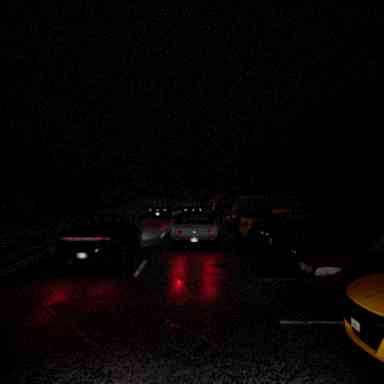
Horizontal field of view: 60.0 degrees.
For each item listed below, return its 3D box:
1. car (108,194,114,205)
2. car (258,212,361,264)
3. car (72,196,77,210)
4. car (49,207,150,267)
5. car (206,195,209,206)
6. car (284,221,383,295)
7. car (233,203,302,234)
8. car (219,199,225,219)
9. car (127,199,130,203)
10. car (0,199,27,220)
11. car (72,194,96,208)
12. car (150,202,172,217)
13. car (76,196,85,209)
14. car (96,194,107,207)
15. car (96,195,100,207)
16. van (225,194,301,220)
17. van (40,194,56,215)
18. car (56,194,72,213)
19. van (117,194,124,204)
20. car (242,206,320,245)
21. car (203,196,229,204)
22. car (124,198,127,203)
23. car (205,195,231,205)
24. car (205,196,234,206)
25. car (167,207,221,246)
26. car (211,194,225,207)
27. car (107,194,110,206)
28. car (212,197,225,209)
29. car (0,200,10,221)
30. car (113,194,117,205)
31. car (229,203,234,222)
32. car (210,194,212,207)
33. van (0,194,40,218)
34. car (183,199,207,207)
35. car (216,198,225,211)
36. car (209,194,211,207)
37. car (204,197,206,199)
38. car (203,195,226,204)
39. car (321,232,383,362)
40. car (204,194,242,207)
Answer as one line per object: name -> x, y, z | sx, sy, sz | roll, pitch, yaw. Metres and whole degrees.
car -> -15.520, 1.532, 52.956 | 5.008, 1.535, 2.097 | 0, 0, 0
car -> 4.670, 1.488, 9.889 | 4.792, 1.488, 2.163 | 0, 0, 0
car -> -15.535, 1.508, 36.406 | 4.674, 1.452, 2.002 | 0, 0, 0
car -> -2.918, 1.469, 11.259 | 2.128, 1.511, 4.902 | 0, 0, 0
car -> 4.646, 1.491, 42.975 | 5.008, 1.535, 2.097 | 0, 0, 0
car -> 4.643, 1.503, 7.133 | 4.674, 1.452, 2.002 | 0, 0, 0
car -> 4.826, 1.450, 15.403 | 5.366, 1.575, 1.946 | 0, 0, 0
car -> 4.634, 1.454, 23.676 | 4.892, 1.521, 2.231 | 0, 0, 0
car -> -15.483, 1.585, 69.640 | 4.792, 1.488, 2.163 | 0, 0, 0
car -> -15.544, 1.483, 25.165 | 4.674, 1.452, 2.002 | 0, 0, 0
car -> -15.505, 1.235, 41.840 | 5.566, 2.045, 2.435 | 0, 0, 0
car -> -2.906, 1.581, 30.472 | 1.895, 1.301, 4.718 | 0, 0, 0
car -> -15.533, 1.516, 39.121 | 4.674, 1.452, 2.002 | 0, 0, 0
car -> -15.558, 1.258, 47.525 | 5.566, 2.045, 2.435 | 0, 0, 0
car -> -15.717, 1.494, 44.744 | 5.366, 1.575, 1.946 | 0, 0, 0
van -> 4.523, 1.226, 20.795 | 4.442, 1.987, 1.878 | 0, 0, 0
van -> -15.426, 1.227, 30.848 | 4.442, 1.987, 1.878 | 0, 0, 0
car -> -15.568, 1.209, 33.628 | 5.566, 2.045, 2.435 | 0, 0, 0
van -> -15.402, 1.336, 61.297 | 4.442, 1.987, 1.878 | 0, 0, 0
car -> 4.634, 1.456, 12.648 | 4.892, 1.521, 2.231 | 0, 0, 0
car -> 4.645, 1.552, 65.036 | 5.008, 1.535, 2.097 | 0, 0, 0
car -> -15.548, 1.437, 64.205 | 4.553, 1.767, 2.185 | 0, 0, 0
car -> 4.609, 1.420, 59.523 | 4.553, 1.767, 2.185 | 0, 0, 0
car -> 4.646, 1.541, 56.761 | 4.892, 1.521, 2.231 | 0, 0, 0
car -> 0.092, 1.574, 15.145 | 1.895, 1.301, 4.718 | 0, 0, 0
car -> 4.609, 1.342, 34.703 | 4.553, 1.767, 2.185 | 0, 0, 0
car -> -15.533, 1.522, 50.302 | 4.892, 1.521, 2.231 | 0, 0, 0
car -> 4.634, 1.464, 31.946 | 4.892, 1.521, 2.231 | 0, 0, 0
car -> -15.519, 1.470, 22.511 | 4.792, 1.488, 2.163 | 0, 0, 0
car -> -15.554, 1.419, 55.861 | 4.553, 1.767, 2.185 | 0, 0, 0
car -> 4.638, 1.492, 18.162 | 4.674, 1.452, 2.002 | 0, 0, 0
car -> 4.671, 1.349, 37.461 | 4.553, 1.767, 2.185 | 0, 0, 0
van -> -15.661, 1.222, 28.071 | 4.442, 1.987, 1.878 | 0, 0, 0
car -> 0.093, 1.581, 30.472 | 1.895, 1.301, 4.718 | 0, 0, 0
car -> 4.634, 1.456, 26.432 | 4.892, 1.521, 2.231 | 0, 0, 0
car -> 4.671, 1.356, 40.218 | 4.553, 1.767, 2.185 | 0, 0, 0
car -> 4.455, 1.507, 48.490 | 5.366, 1.575, 1.946 | 0, 0, 0
car -> 4.609, 1.426, 67.799 | 4.553, 1.767, 2.185 | 0, 0, 0
car -> 4.646, 1.468, 4.375 | 5.008, 1.535, 2.097 | 0, 0, 0
car -> 4.668, 1.269, 51.248 | 5.566, 2.045, 2.435 | 0, 0, 0
